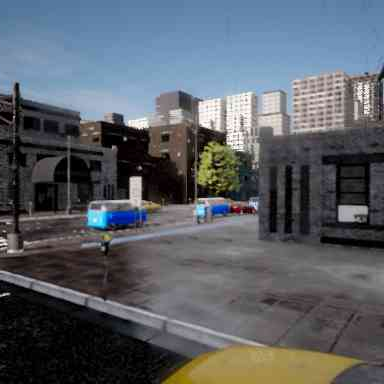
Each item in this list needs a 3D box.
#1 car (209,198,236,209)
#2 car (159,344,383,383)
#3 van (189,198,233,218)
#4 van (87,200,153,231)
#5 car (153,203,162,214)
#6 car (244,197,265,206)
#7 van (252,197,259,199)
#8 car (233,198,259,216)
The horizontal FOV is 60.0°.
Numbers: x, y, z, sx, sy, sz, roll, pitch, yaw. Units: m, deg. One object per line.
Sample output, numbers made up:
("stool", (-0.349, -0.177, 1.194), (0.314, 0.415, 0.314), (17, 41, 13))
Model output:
("car", (4.446, 1.626, 48.263), (1.887, 1.381, 4.507), (0, 0, 35))
("car", (1.738, 1.525, 1.628), (4.829, 1.417, 1.752), (0, 0, 36))
("van", (1.774, 1.434, 29.876), (1.690, 1.788, 3.998), (0, 0, 35))
("van", (-4.572, 1.405, 20.838), (1.690, 1.788, 3.998), (0, 0, 35))
("car", (-5.172, 1.556, 34.567), (1.752, 1.417, 4.829), (0, 0, 35))
("car", (10.792, 1.662, 57.300), (1.887, 1.381, 4.507), (0, 0, 35))
("van", (8.121, 1.466, 38.913), (1.690, 1.788, 3.998), (0, 0, 35))
("car", (4.946, 1.653, 34.394), (1.887, 1.381, 4.507), (0, 0, 35))
